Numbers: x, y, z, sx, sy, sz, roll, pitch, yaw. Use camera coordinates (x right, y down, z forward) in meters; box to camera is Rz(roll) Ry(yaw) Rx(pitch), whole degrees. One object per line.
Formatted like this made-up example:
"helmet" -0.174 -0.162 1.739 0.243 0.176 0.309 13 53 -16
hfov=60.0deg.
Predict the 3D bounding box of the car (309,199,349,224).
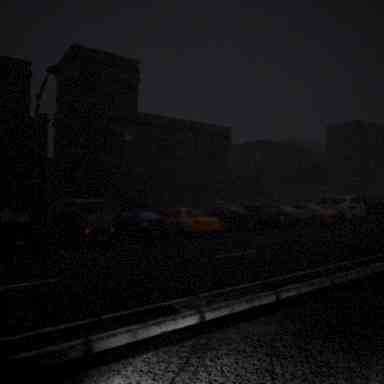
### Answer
"car" 8.453 1.542 24.638 2.097 1.535 5.008 0 0 -36

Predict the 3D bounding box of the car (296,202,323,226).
"car" 6.210 1.572 23.032 2.002 1.452 4.674 0 0 -36

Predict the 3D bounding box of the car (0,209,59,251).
"car" -7.245 1.494 13.408 2.231 1.521 4.892 0 0 -36

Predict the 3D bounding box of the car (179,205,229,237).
"car" -0.625 1.505 18.373 1.946 1.575 5.366 0 0 -36

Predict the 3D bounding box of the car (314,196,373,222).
"car" 10.683 1.302 26.259 2.435 2.045 5.566 0 0 -36

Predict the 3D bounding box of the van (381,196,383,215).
"van" 17.361 1.368 31.140 1.878 1.987 4.442 0 0 -36

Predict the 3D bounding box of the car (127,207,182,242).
"car" -2.760 1.542 16.616 2.002 1.452 4.674 0 0 -36

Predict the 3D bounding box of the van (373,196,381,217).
"van" 12.875 1.341 27.935 1.878 1.987 4.442 0 0 -36

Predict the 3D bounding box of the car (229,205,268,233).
"car" 1.729 1.516 19.819 2.231 1.521 4.892 0 0 -36

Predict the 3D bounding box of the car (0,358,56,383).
"car" -3.046 1.547 0.959 5.357 1.411 2.033 0 0 -35

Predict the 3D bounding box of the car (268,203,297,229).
"car" 3.952 1.552 21.452 2.163 1.488 4.792 0 0 -36

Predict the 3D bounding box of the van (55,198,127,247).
"van" -4.835 1.272 14.992 1.878 1.987 4.442 0 0 -36
